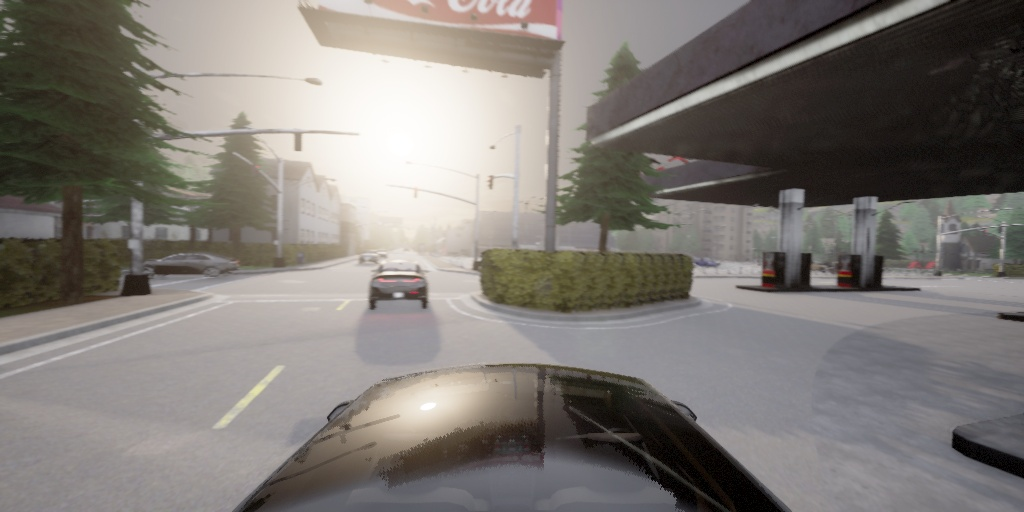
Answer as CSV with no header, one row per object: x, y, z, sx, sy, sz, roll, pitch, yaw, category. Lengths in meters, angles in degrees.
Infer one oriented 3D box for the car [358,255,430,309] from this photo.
-4.024,0.897,12.909,2.128,1.511,4.902,1,1,-16,car

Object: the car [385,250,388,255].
-19.903,-0.320,54.741,2.033,1.411,5.357,1,1,-16,car

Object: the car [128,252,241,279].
-18.711,0.516,20.727,4.902,1.511,2.128,1,1,-21,car

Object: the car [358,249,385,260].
-15.222,0.075,38.416,2.128,1.511,4.902,1,1,-16,car
